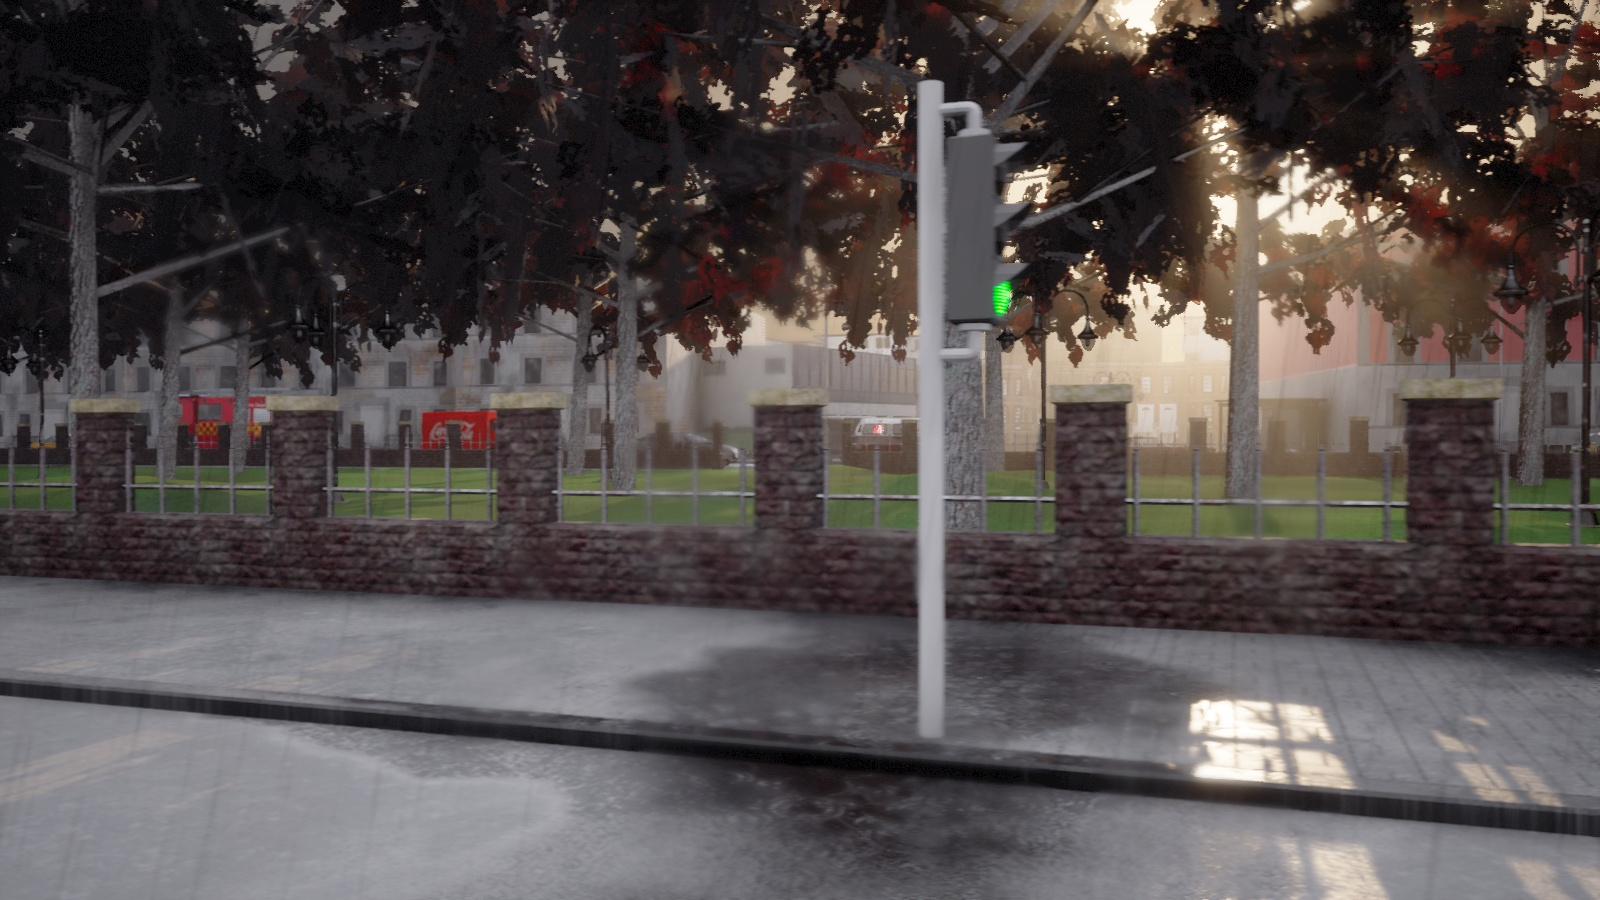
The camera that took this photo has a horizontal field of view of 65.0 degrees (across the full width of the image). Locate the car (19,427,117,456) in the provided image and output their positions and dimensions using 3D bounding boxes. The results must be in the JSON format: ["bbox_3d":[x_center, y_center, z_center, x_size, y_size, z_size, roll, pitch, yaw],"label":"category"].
[{"bbox_3d":[-40.670,-0.476,69.771,5.008,1.535,1.882,1,1,19],"label":"car"}]

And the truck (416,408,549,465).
[{"bbox_3d":[-14.243,-0.624,56.494,5.204,2.467,2.627,1,1,19],"label":"truck"}]

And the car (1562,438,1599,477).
[{"bbox_3d":[29.258,0.260,45.789,2.207,1.376,1.481,1,1,19],"label":"car"}]

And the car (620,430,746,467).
[{"bbox_3d":[-4.950,-0.093,53.318,4.902,1.511,2.128,1,1,19],"label":"car"}]

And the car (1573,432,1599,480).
[{"bbox_3d":[28.965,0.209,41.677,5.366,1.575,1.801,1,1,20],"label":"car"}]

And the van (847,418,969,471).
[{"bbox_3d":[4.322,-0.239,50.127,4.480,2.038,2.069,1,1,19],"label":"van"}]

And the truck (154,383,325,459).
[{"bbox_3d":[-29.402,-1.512,65.899,8.468,3.827,2.891,1,1,19],"label":"truck"}]

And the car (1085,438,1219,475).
[{"bbox_3d":[13.206,0.222,47.080,4.718,1.301,1.895,1,1,19],"label":"car"}]
